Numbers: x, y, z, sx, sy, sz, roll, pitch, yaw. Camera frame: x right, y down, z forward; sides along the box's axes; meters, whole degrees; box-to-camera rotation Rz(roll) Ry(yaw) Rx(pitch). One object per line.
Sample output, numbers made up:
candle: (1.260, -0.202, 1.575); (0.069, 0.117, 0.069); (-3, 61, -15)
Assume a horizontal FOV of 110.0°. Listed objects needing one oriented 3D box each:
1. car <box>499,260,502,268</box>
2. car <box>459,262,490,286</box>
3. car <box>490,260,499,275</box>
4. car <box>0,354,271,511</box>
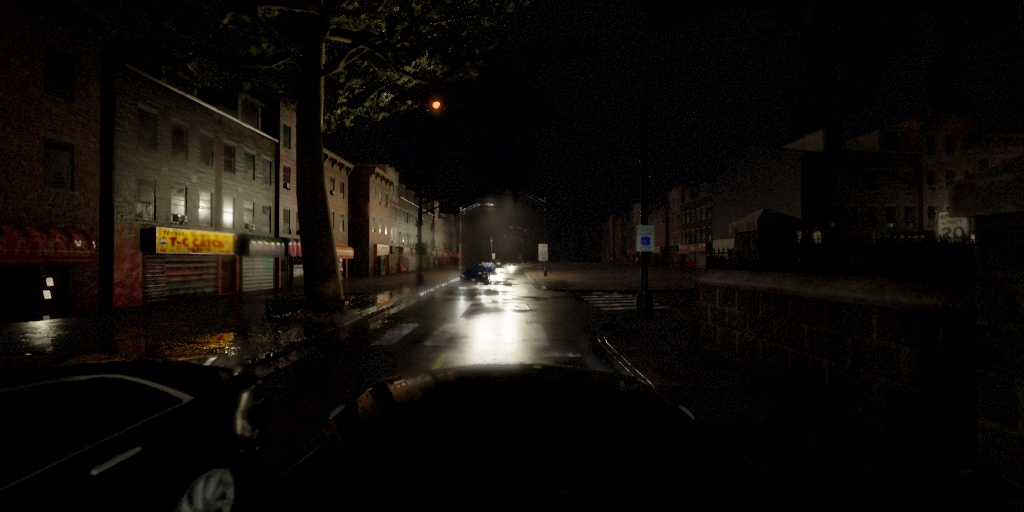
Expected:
car: (-2.650, 1.390, 61.518); (2.033, 1.411, 5.357); (0, 0, 1)
car: (-2.654, 1.285, 25.572); (1.812, 1.442, 4.674); (0, 0, -4)
car: (-2.779, 1.373, 39.780); (1.895, 1.301, 4.718); (0, 0, 0)
car: (-2.853, 1.255, 0.885); (1.837, 1.490, 4.892); (0, 0, 0)
